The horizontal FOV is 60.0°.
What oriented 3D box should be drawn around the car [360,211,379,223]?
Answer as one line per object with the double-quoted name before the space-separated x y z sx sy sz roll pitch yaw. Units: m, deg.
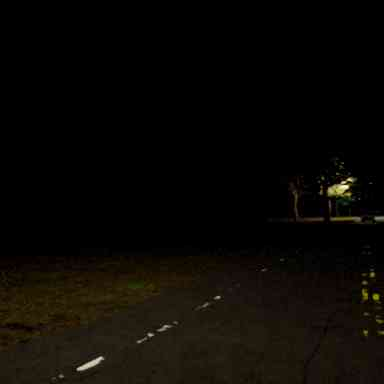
"car" 34.291 4.897 64.717 2.150 2.045 5.566 -3 -4 34
